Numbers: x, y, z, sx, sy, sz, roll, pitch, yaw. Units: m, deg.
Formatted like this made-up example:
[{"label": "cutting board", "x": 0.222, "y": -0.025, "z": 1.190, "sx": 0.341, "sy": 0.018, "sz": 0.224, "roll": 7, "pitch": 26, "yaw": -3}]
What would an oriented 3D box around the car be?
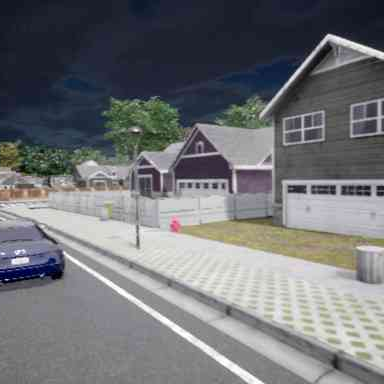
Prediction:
[{"label": "car", "x": -4.802, "y": 1.425, "z": 8.768, "sx": 1.994, "sy": 1.385, "sz": 4.181, "roll": -2, "pitch": 2, "yaw": -35}]
